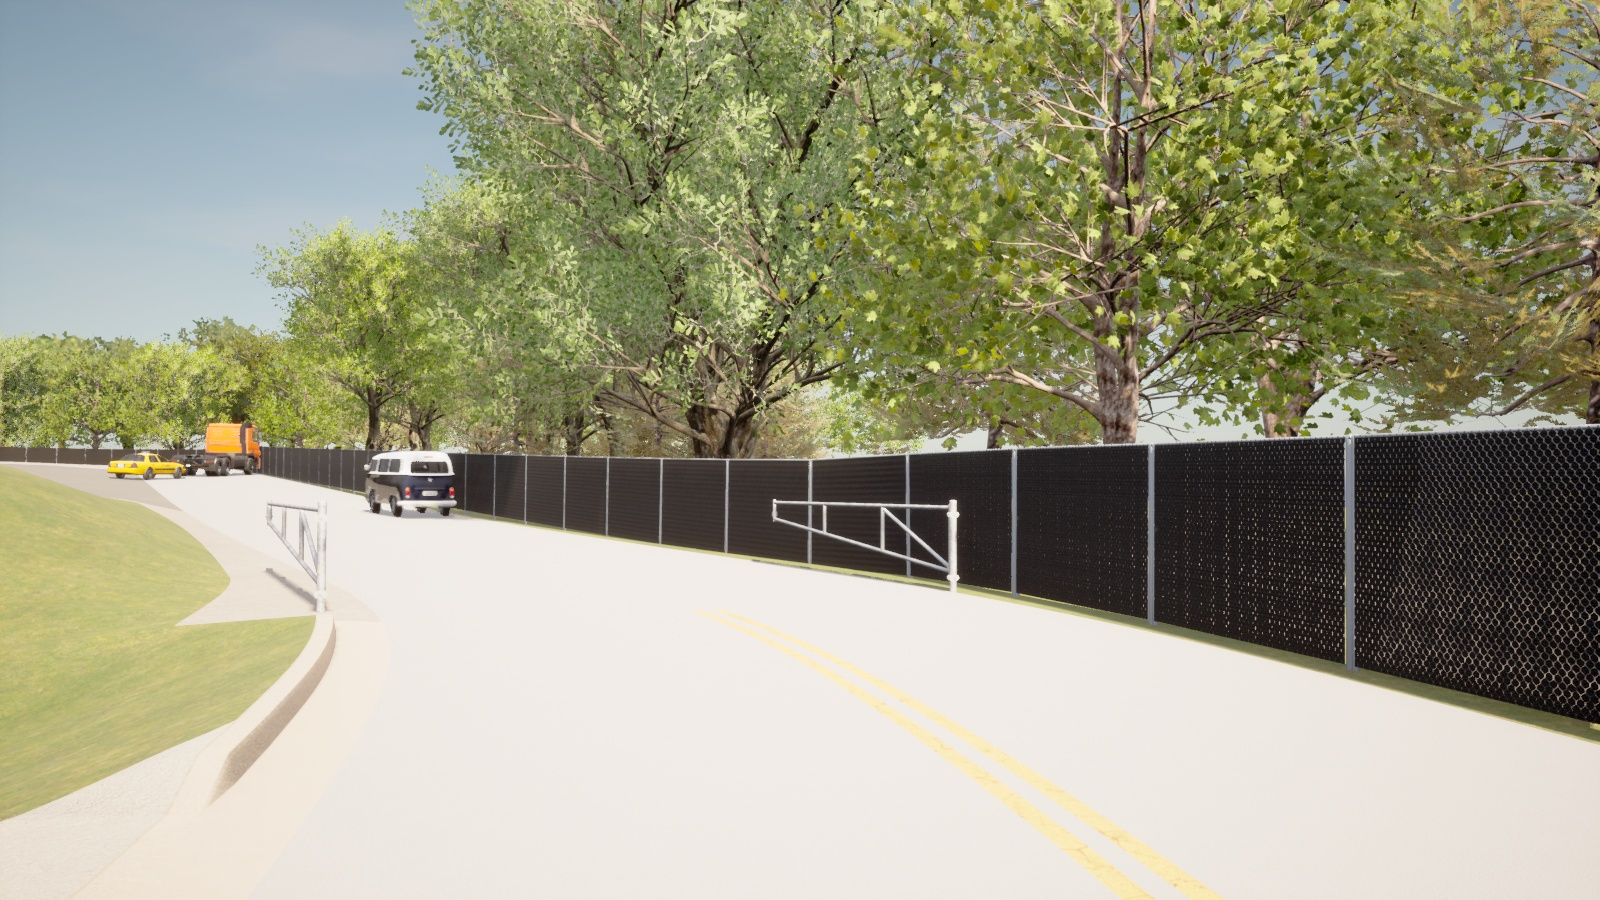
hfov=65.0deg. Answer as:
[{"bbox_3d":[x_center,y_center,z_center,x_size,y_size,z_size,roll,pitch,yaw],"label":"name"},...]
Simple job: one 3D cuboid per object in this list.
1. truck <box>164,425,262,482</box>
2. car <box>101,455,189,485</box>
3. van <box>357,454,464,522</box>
[{"bbox_3d":[-37.646,0.210,80.887,2.891,3.462,7.936,1,0,-2],"label":"truck"},{"bbox_3d":[-36.676,1.127,70.474,1.801,1.575,5.366,1,0,4],"label":"car"},{"bbox_3d":[-12.475,1.152,40.087,2.069,2.038,4.480,1,-1,-34],"label":"van"}]
